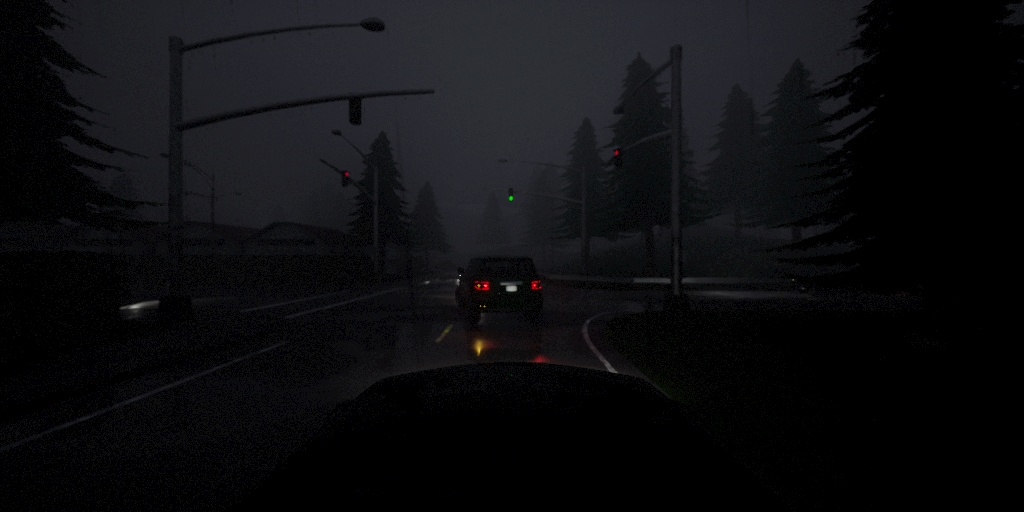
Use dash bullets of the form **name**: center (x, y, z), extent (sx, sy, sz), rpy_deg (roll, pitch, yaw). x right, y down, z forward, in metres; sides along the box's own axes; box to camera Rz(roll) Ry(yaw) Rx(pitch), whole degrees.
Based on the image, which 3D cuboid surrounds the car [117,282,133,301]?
- **car**: center (-19.166, 1.298, 15.268), extent (4.892, 1.490, 1.837), rpy_deg (0, 0, 0)

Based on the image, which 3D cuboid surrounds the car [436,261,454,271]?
- **car**: center (-8.580, 1.384, 50.680), extent (4.674, 1.442, 1.812), rpy_deg (0, -1, 28)

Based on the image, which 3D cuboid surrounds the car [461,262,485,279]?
- **car**: center (-3.600, 1.345, 34.082), extent (1.812, 1.442, 4.674), rpy_deg (0, 0, -1)

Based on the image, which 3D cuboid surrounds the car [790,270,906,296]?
- **car**: center (17.797, 1.404, 19.219), extent (4.718, 1.301, 1.895), rpy_deg (0, 0, 0)

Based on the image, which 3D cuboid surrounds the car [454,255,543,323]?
- **car**: center (-0.621, 0.998, 12.494), extent (2.150, 2.045, 5.566), rpy_deg (0, 0, -13)
